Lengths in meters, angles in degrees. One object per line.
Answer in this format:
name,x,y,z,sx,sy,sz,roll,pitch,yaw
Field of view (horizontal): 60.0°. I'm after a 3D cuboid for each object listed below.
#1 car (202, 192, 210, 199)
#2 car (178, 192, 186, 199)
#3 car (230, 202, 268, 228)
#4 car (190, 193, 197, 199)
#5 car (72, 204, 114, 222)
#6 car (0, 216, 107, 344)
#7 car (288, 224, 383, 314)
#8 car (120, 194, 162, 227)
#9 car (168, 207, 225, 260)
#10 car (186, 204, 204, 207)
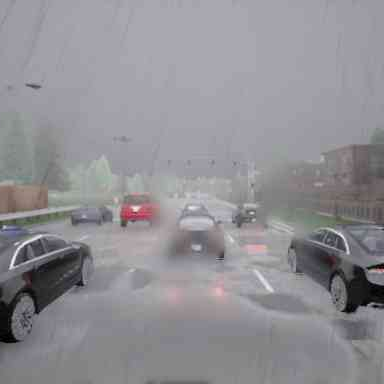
car,4.028,0.947,95.471,2.150,2.045,5.566,0,0,0
car,-2.972,0.944,95.510,2.150,2.045,5.566,0,0,0
car,3.702,1.444,21.922,1.837,1.490,4.892,0,0,1
car,0.527,1.260,95.461,2.033,1.411,5.357,0,0,0
car,-6.788,1.494,23.036,1.994,1.385,4.181,0,0,0
car,-3.387,1.471,6.345,2.128,1.511,4.902,0,0,1
car,3.625,1.472,7.525,2.128,1.511,4.902,0,0,1
car,-3.292,1.153,22.241,2.150,2.045,5.566,0,0,0
car,0.159,1.491,12.229,1.812,1.442,4.674,0,0,0
car,0.208,1.499,22.735,1.994,1.385,4.181,0,0,1
